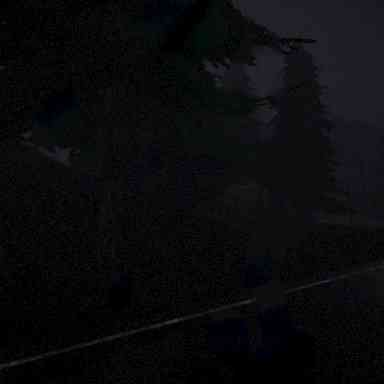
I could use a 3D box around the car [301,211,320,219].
[{"bbox_3d":[8.611,1.483,28.626,1.837,1.490,4.892,0,0,-35],"label":"car"}]
